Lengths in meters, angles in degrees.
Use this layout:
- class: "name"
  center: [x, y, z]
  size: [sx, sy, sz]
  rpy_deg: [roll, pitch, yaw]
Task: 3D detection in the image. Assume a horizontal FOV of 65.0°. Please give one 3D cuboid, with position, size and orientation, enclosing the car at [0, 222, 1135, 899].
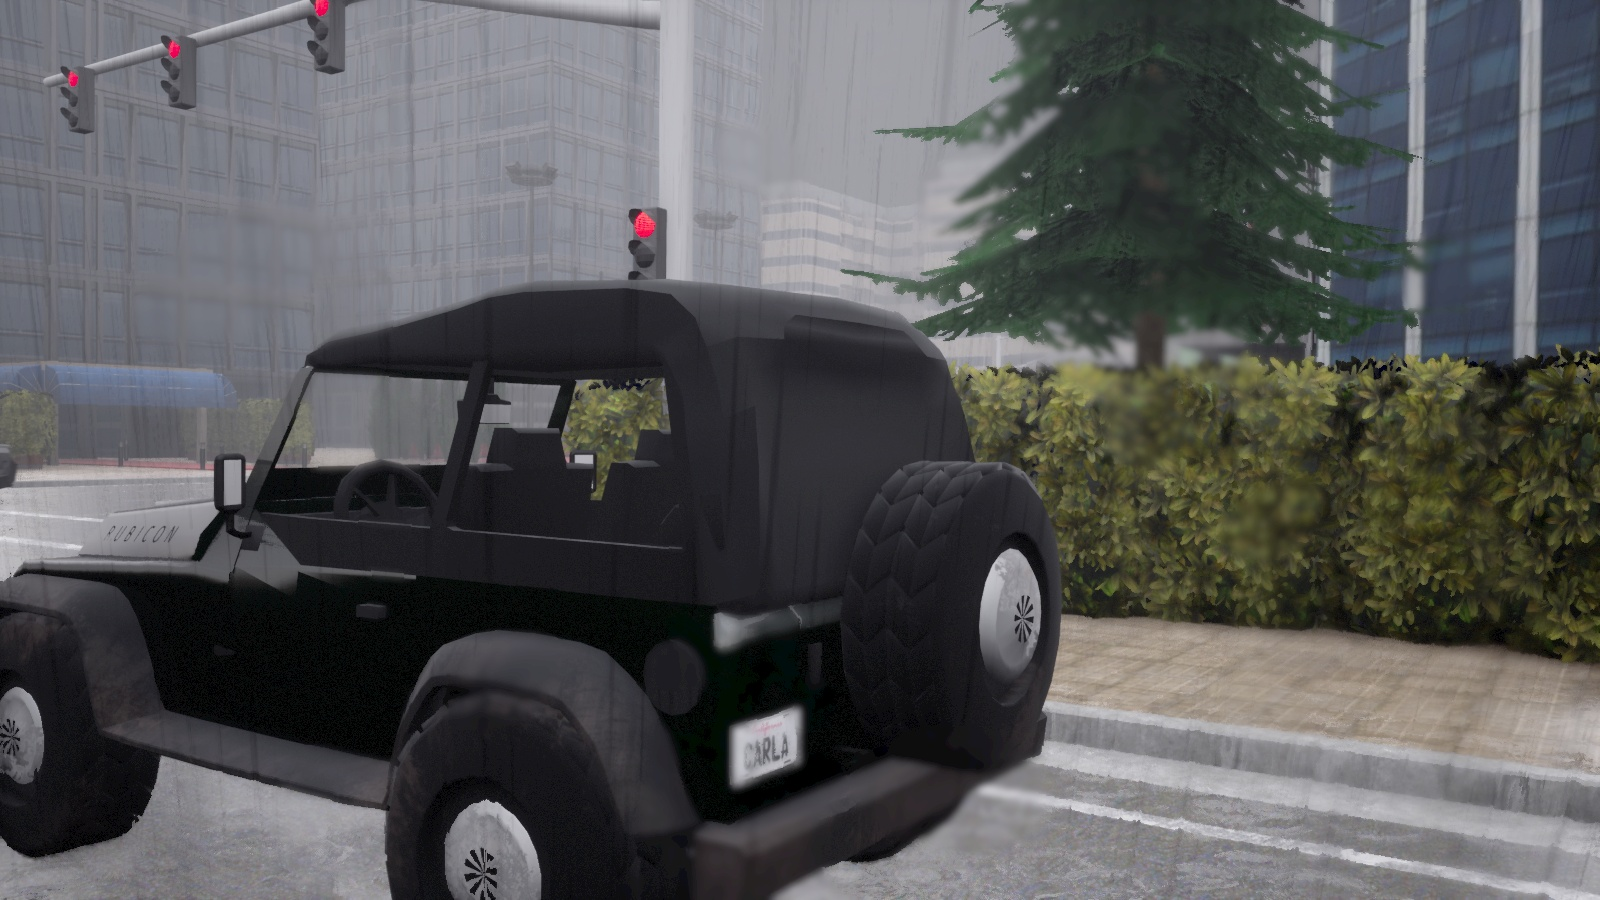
- class: "car"
  center: [-1.061, 0.478, 4.325]
  size: [3.866, 1.878, 1.905]
  rpy_deg: [0, 1, 34]

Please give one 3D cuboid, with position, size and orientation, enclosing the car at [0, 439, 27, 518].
- class: "car"
  center: [-17.006, 0.581, 22.648]
  size: [1.837, 1.490, 4.892]
  rpy_deg: [0, 1, 33]
